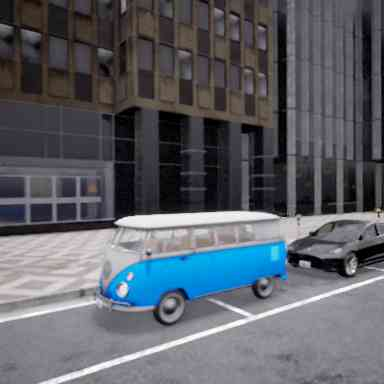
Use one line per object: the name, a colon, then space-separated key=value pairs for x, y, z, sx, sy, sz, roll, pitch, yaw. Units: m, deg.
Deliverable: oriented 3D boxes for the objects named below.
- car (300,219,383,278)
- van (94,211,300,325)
car: x=4.755 y=1.522 z=10.041 sx=4.313 sy=1.339 sz=1.947 roll=0 pitch=0 yaw=-35
van: x=0.164 y=1.323 z=6.768 sx=3.998 sy=1.788 sz=1.690 roll=0 pitch=0 yaw=-35
